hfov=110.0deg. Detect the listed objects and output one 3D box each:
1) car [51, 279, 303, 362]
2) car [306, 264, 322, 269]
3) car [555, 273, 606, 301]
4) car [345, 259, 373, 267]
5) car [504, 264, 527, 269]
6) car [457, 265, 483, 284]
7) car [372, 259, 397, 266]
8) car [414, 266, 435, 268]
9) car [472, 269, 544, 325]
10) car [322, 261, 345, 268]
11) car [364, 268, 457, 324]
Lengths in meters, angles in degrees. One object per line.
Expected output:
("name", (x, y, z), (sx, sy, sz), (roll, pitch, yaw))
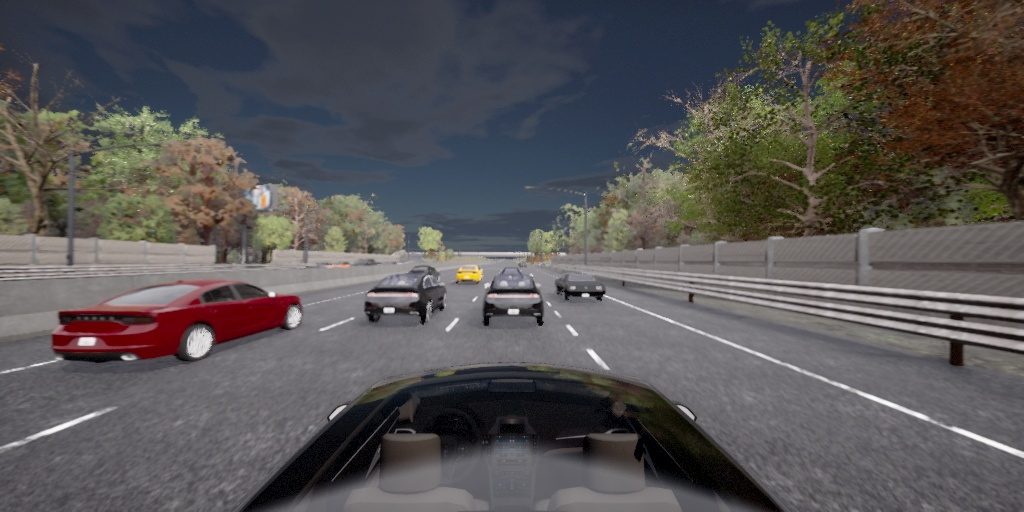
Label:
("car", (-6.945, 1.273, 8.324), (1.882, 1.535, 5.008), (0, -1, 0))
("car", (-28.358, 1.803, 53.045), (1.895, 1.301, 4.718), (0, -1, 0))
("car", (3.391, 1.542, 18.769), (1.895, 1.301, 4.718), (0, -1, 0))
("car", (-21.364, 1.433, 51.700), (2.150, 2.045, 5.566), (0, -1, 0))
("car", (-0.072, 1.614, 29.955), (1.994, 1.385, 4.181), (0, -1, 0))
("car", (-3.580, 1.524, 30.849), (1.882, 1.535, 5.008), (0, -1, 0))
("car", (-17.869, 1.576, 51.593), (2.097, 1.767, 4.553), (0, -1, 0))
("car", (-7.071, 1.522, 29.215), (1.837, 1.490, 4.892), (0, -1, 0))
("car", (0.028, 1.353, 12.343), (2.128, 1.511, 4.902), (0, -1, 0))
("car", (-24.862, 1.553, 51.847), (2.097, 1.767, 4.553), (0, -1, 0))
("car", (-3.472, 1.343, 12.518), (2.128, 1.511, 4.902), (0, -1, 0))
